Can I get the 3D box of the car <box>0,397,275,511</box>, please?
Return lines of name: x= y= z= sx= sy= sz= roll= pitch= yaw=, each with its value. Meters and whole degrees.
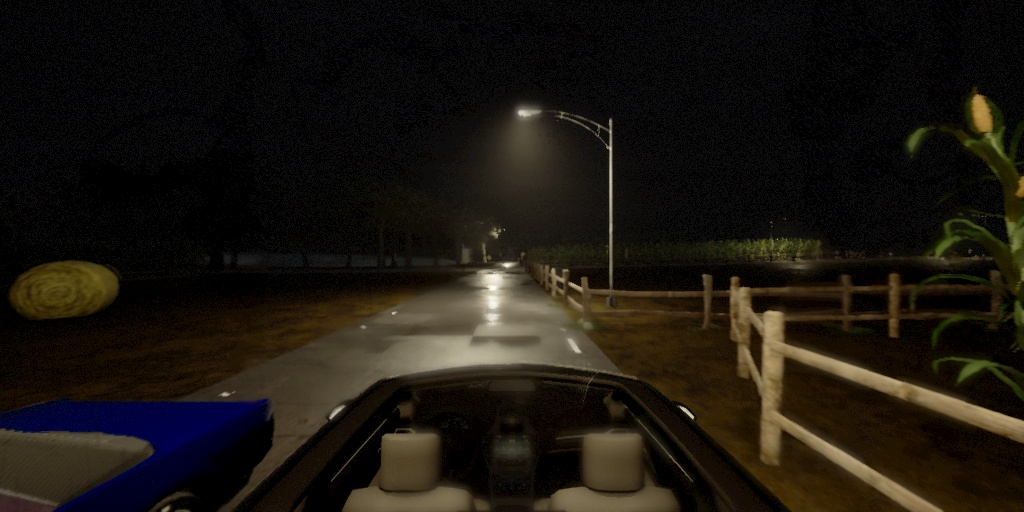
car: x=-2.832 y=1.352 z=0.617 sx=1.895 sy=1.301 sz=4.718 roll=0 pitch=0 yaw=0
